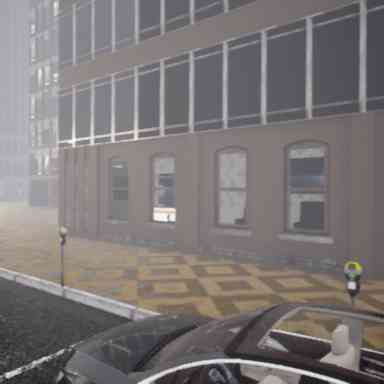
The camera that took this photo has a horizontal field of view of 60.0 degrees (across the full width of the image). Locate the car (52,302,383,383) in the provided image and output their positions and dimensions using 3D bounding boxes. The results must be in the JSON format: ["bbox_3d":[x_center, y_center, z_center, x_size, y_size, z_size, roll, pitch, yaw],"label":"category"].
[{"bbox_3d":[0.768,1.546,2.327,4.403,1.369,2.008,1,0,35],"label":"car"}]
